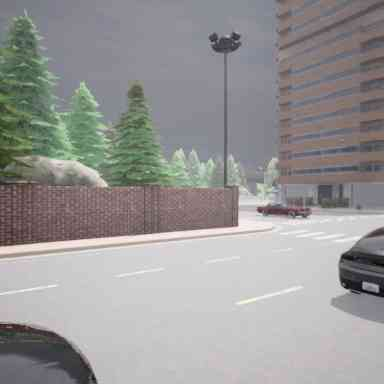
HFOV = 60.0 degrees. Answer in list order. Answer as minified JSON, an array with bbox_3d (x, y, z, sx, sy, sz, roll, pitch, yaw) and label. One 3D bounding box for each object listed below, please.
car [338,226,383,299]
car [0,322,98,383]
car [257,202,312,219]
[{"bbox_3d":[5.279,1.505,7.535,4.892,1.490,1.837,0,0,-35],"label":"car"},{"bbox_3d":[-2.935,1.491,1.645,4.902,1.511,2.128,0,0,-36],"label":"car"},{"bbox_3d":[7.979,1.545,28.982,1.895,1.301,4.718,0,0,-35],"label":"car"}]
